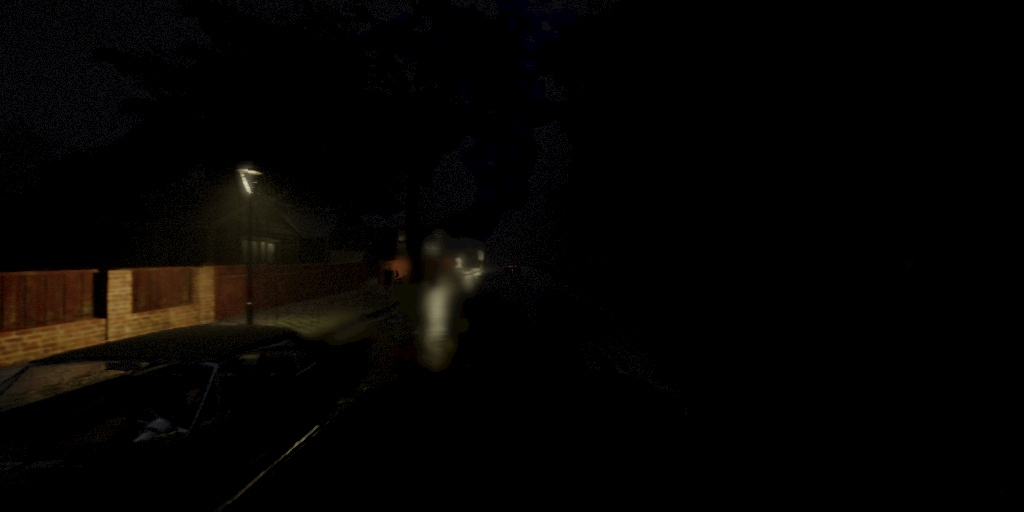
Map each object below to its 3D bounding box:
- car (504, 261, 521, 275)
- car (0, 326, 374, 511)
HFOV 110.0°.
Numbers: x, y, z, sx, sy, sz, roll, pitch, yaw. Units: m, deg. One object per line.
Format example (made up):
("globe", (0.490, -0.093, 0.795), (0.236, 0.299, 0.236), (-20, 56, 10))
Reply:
("car", (0.068, 1.392, 42.539), (2.128, 1.511, 4.902), (0, 0, 0))
("car", (-2.851, 1.356, 2.761), (1.895, 1.301, 4.718), (0, 0, 0))
